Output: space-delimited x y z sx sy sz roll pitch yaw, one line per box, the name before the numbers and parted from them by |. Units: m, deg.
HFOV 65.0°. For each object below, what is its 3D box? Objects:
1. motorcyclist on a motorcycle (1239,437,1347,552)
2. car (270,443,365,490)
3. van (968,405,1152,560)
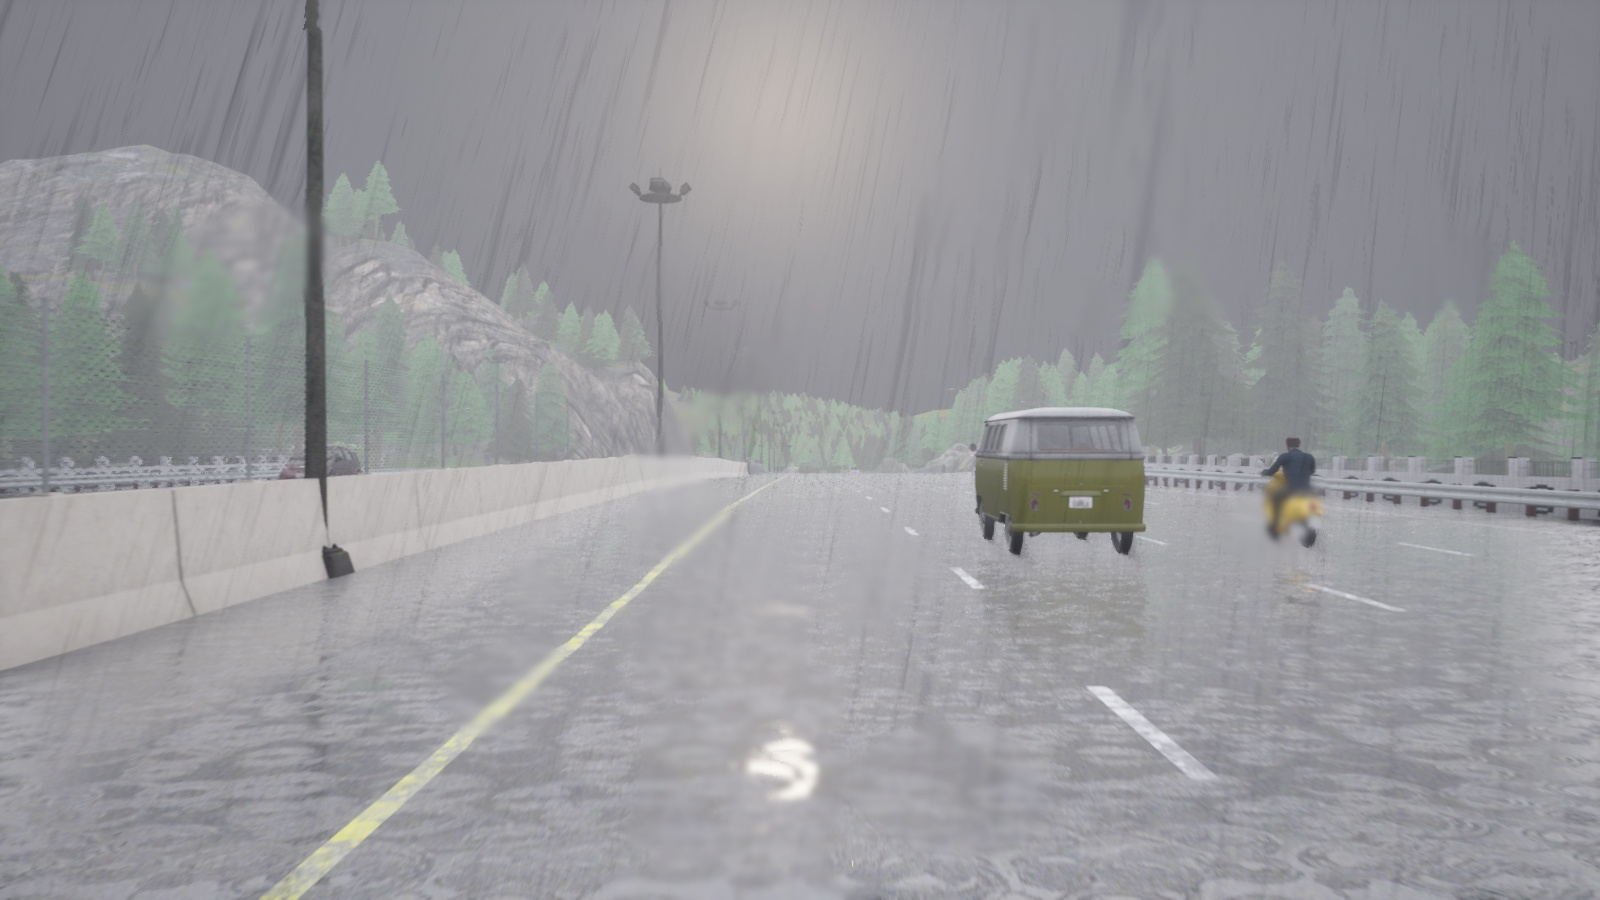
motorcyclist on a motorcycle | 7.119 0.605 18.244 0.866 1.590 1.817 0 0 0
car | -17.229 0.574 45.060 1.851 1.617 3.988 0 -1 0
van | 3.619 0.402 18.267 1.775 1.987 4.442 0 0 0
